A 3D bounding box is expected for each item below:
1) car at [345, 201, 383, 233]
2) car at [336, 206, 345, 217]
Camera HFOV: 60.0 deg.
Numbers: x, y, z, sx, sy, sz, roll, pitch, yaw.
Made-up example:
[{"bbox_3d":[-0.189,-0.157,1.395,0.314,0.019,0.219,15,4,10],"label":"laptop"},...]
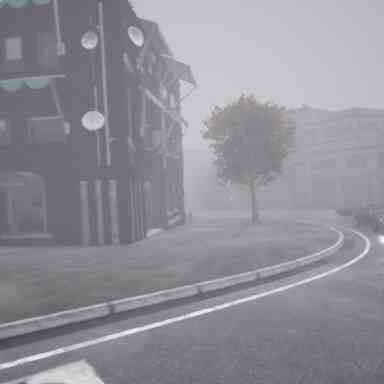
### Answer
[{"bbox_3d":[11.019,1.468,19.501,2.128,1.511,4.902,-2,-1,9],"label":"car"},{"bbox_3d":[14.399,1.512,28.782,1.994,1.385,4.181,-3,-1,-11],"label":"car"}]
